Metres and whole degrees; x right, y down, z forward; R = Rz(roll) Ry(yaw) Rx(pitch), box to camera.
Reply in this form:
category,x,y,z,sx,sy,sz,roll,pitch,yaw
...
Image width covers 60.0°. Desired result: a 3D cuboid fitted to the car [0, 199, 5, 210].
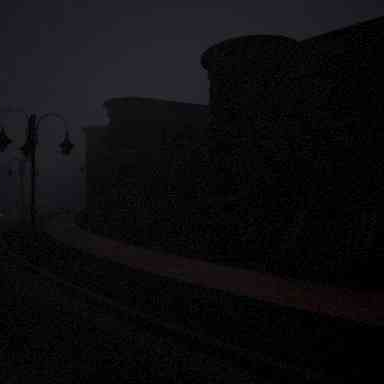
category,x,y,z,sx,sy,sz,roll,pitch,yaw
car,-22.900,1.579,40.955,1.882,1.535,5.008,0,0,2

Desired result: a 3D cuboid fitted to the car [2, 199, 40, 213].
category,x,y,z,sx,sy,sz,roll,pitch,yaw
car,-19.208,1.699,38.092,1.895,1.301,4.718,0,0,-1
